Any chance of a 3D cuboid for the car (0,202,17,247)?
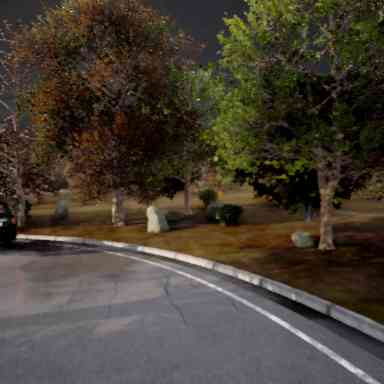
[{"bbox_3d":[-10.208,1.437,14.466,5.566,2.045,2.150,-1,-1,23],"label":"car"}]
